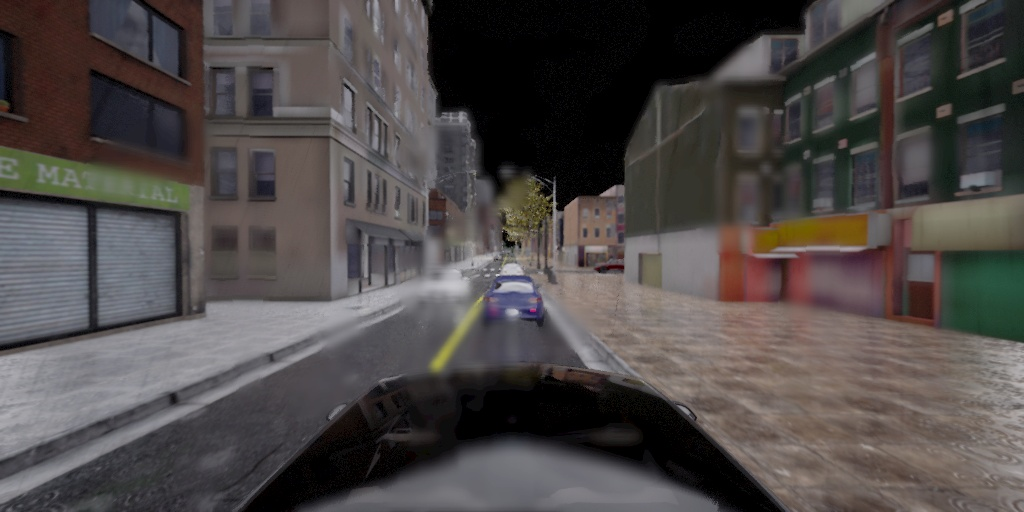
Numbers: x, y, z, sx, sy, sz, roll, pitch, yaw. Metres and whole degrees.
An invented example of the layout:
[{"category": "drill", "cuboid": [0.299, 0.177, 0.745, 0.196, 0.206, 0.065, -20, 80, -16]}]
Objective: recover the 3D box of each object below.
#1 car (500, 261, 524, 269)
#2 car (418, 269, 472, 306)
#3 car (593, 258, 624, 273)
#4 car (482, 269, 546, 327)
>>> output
[{"category": "car", "cuboid": [0.006, 1.345, 28.991, 1.812, 1.442, 4.674, 0, 0, 0]}, {"category": "car", "cuboid": [-2.887, 1.358, 16.352, 1.812, 1.442, 4.674, 0, 0, 0]}, {"category": "car", "cuboid": [12.575, 1.187, 43.945, 5.009, 1.841, 2.192, 0, 0, 0]}, {"category": "car", "cuboid": [0.051, 1.336, 11.722, 1.812, 1.442, 4.674, 0, 0, 0]}]
